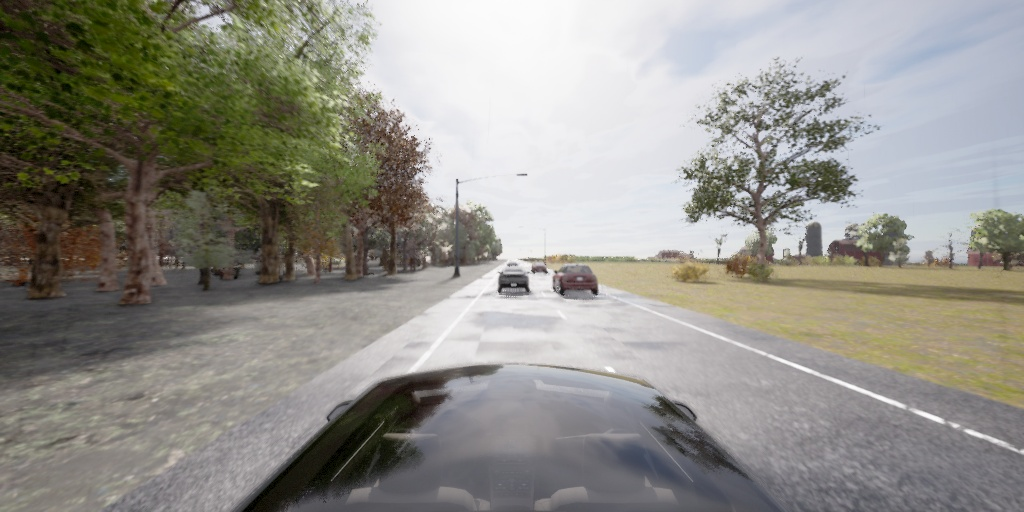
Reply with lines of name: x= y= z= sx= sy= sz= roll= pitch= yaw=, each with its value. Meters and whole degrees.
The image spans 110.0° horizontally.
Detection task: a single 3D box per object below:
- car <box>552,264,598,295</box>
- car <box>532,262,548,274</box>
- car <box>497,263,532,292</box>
car: x=3.594 y=1.239 z=21.124 sx=2.097 sy=1.767 sz=4.553 roll=0 pitch=0 yaw=0
car: x=3.611 y=1.588 z=48.028 sx=1.812 sy=1.442 sz=4.674 roll=0 pitch=0 yaw=0
car: x=0.105 y=1.407 z=22.980 sx=1.837 sy=1.490 sz=4.892 roll=0 pitch=0 yaw=0
